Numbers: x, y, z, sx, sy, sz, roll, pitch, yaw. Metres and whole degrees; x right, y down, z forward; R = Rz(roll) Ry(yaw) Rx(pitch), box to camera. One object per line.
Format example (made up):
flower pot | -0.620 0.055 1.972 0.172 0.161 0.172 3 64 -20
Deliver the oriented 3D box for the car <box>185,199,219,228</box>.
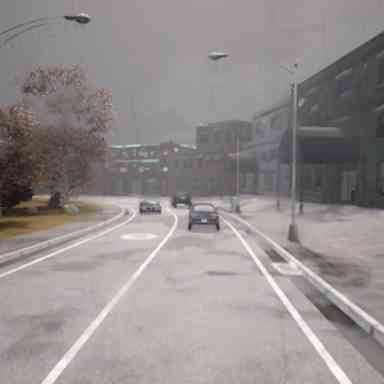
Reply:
car | 0.665 1.410 20.849 1.812 1.442 4.674 0 1 0

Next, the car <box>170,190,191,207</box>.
car | -1.475 0.785 41.934 2.150 2.045 5.566 0 1 -9

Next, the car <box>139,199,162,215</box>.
car | -3.891 1.324 31.060 1.994 1.385 4.181 0 1 -9

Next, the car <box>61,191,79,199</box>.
car | -24.566 0.543 66.534 4.902 1.511 2.128 1 3 38
